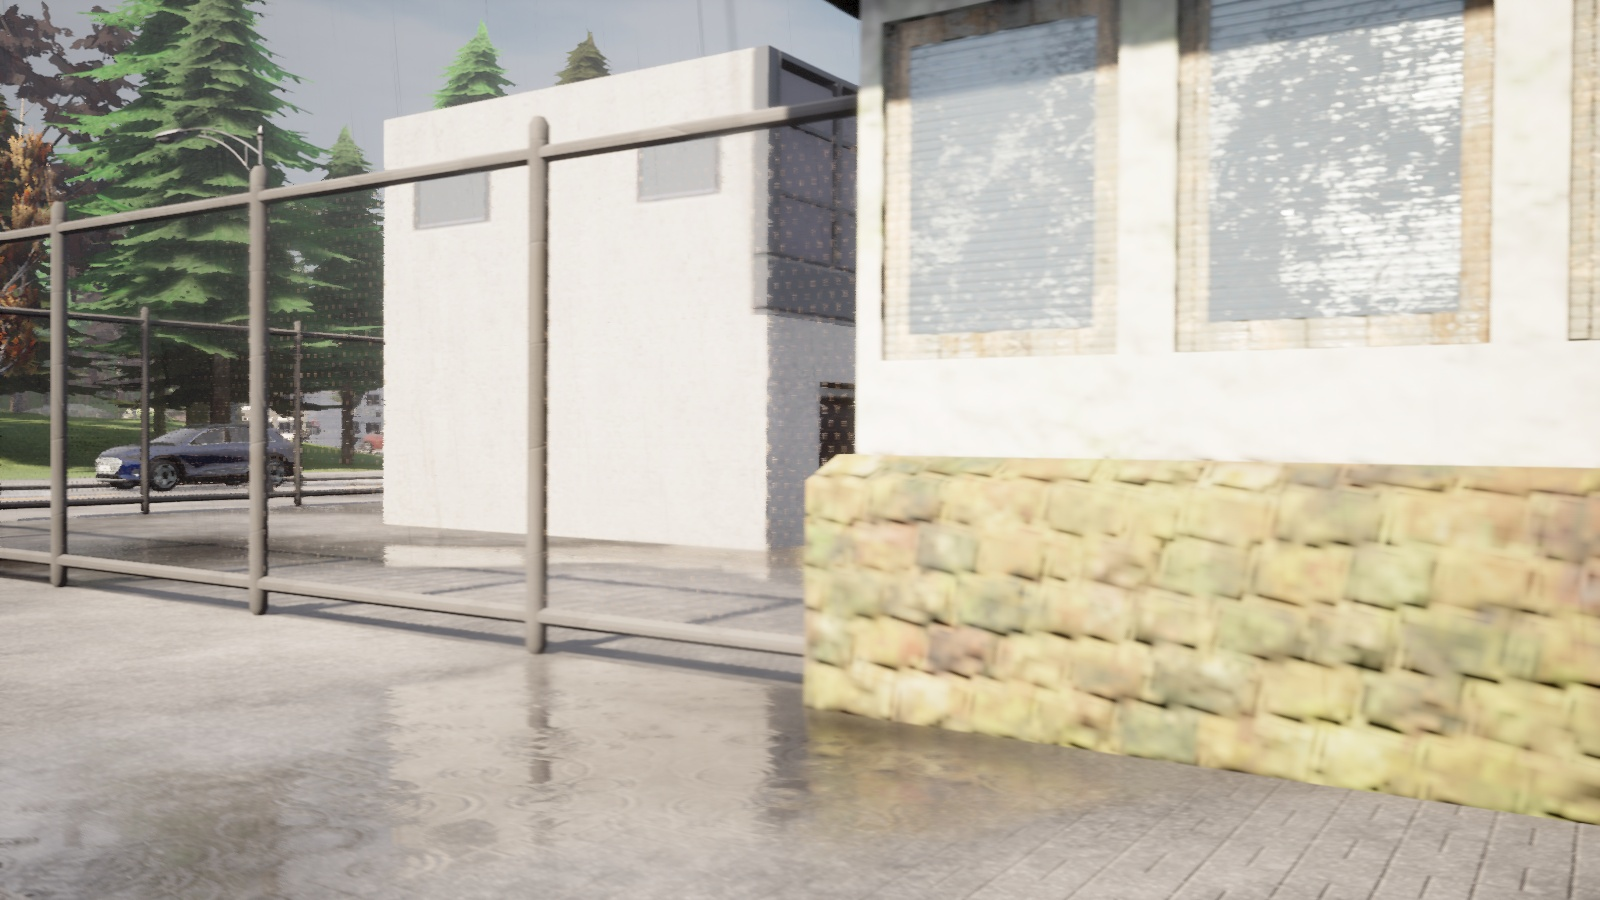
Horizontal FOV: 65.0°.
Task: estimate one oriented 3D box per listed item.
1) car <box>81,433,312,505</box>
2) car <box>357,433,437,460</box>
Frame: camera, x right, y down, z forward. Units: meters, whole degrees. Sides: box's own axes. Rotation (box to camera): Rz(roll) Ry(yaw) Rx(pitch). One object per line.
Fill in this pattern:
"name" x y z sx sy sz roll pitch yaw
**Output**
"car" -14.979 0.413 31.464 2.033 1.649 4.856 0 1 32
"car" -25.721 -0.251 80.026 5.027 1.651 2.152 0 1 33
